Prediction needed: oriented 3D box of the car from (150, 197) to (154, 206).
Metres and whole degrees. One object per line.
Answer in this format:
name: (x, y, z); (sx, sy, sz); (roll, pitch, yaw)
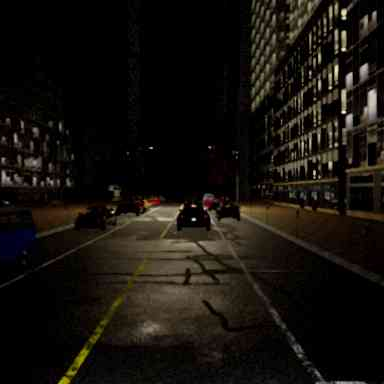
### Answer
car: (-5.670, 1.433, 36.923); (1.752, 1.417, 4.829); (0, 0, 0)

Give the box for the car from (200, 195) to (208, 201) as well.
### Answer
car: (2.737, 1.371, 76.762); (1.802, 1.307, 4.206); (0, 0, 0)

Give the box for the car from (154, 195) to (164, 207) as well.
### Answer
car: (-5.663, 1.422, 48.429); (1.887, 1.381, 4.507); (0, 0, 0)

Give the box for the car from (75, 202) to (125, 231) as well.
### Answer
car: (-5.680, 1.503, 20.089); (2.008, 1.369, 4.403); (0, 0, 0)

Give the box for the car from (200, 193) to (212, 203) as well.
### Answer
car: (2.728, 1.136, 65.426); (2.192, 1.841, 5.009); (0, 0, 0)

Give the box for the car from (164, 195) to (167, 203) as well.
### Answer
car: (-5.659, 1.428, 54.097); (1.947, 1.339, 4.313); (0, 0, 0)

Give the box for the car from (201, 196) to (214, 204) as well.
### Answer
car: (2.726, 1.387, 59.758); (2.008, 1.369, 4.403); (0, 0, 0)

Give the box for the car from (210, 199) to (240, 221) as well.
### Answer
car: (2.704, 1.478, 25.750); (2.008, 1.369, 4.403); (0, 0, 0)

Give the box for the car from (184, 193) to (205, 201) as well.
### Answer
car: (0.119, 1.249, 38.593); (2.097, 1.767, 4.553); (0, 0, 0)

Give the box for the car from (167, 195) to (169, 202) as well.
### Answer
car: (-5.655, 1.372, 59.594); (1.752, 1.417, 4.829); (0, 0, 0)

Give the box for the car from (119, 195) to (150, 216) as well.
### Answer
car: (-5.674, 1.238, 31.424); (2.192, 1.841, 5.009); (0, 0, 0)

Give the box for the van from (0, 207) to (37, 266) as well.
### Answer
van: (-5.688, 1.324, 8.753); (1.690, 1.788, 3.998); (0, 0, 0)

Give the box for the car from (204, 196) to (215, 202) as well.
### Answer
car: (2.711, 1.442, 37.086); (1.887, 1.381, 4.507); (0, 0, 0)

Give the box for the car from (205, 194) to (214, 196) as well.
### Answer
car: (2.718, 1.412, 48.422); (1.887, 1.381, 4.507); (0, 0, 0)

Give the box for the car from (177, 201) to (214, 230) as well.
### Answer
car: (0.104, 1.508, 20.565); (1.994, 1.385, 4.181); (0, 0, 0)

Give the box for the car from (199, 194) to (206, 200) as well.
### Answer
car: (2.744, 1.322, 88.099); (1.947, 1.339, 4.313); (0, 0, 0)

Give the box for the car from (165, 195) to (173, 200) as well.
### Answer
car: (-5.640, 1.364, 82.437); (1.802, 1.307, 4.206); (0, 0, 0)

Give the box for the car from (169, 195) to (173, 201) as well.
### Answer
car: (-5.648, 1.381, 71.100); (1.947, 1.339, 4.313); (0, 0, 0)
